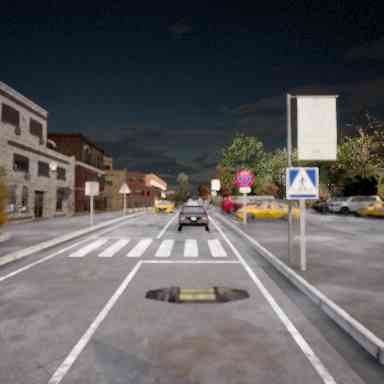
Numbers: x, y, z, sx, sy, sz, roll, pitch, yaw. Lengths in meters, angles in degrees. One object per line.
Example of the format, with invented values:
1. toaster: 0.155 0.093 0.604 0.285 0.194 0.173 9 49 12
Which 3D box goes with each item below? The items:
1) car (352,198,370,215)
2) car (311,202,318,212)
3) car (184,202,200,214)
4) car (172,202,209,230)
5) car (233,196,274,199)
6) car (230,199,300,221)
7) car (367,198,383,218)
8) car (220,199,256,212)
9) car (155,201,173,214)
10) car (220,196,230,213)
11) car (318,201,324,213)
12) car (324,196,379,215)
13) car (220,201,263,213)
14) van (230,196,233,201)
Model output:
1. car: 18.694 1.610 31.700 5.366 1.575 1.946 0 -1 0
2. car: 18.366 1.627 42.879 5.566 2.045 2.435 0 -2 -1
3. car: 0.028 1.888 40.464 1.812 1.442 4.674 0 -2 0
4. car: 0.082 1.536 20.774 2.033 1.411 5.357 0 0 0
5. car: 6.287 1.449 29.714 4.553 1.767 2.185 0 -1 0
6. car: 6.094 1.529 26.793 5.366 1.575 1.946 0 -1 0
7. car: 18.714 1.564 29.039 5.366 1.575 1.946 0 -1 0
8. car: 6.132 1.807 44.891 4.553 1.767 2.185 0 -2 -1
9. car: -3.408 1.850 40.768 1.882 1.535 5.008 0 -2 0
10. car: 6.204 1.517 38.944 5.566 2.045 2.435 0 -1 -1
11. car: 18.422 1.806 40.204 4.892 1.521 2.231 0 -2 -1
12. car: 18.435 1.480 37.419 5.566 2.045 2.435 0 -2 -1
13. car: 6.143 1.848 41.853 5.008 1.535 2.097 0 -2 -1
14. van: 6.347 1.406 32.753 4.442 1.987 1.878 0 -1 0
